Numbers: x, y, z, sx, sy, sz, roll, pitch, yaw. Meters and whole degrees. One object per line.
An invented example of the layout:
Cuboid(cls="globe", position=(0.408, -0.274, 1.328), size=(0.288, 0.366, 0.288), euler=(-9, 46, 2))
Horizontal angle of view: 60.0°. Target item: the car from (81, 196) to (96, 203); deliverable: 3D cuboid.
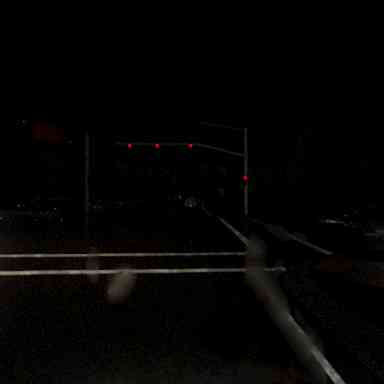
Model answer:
Cuboid(cls="car", position=(-22.252, 1.518, 71.447), size=(1.994, 1.385, 4.181), euler=(0, 0, 0))

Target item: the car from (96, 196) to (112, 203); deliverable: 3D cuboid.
Cuboid(cls="car", position=(-18.754, 1.507, 71.178), size=(2.033, 1.411, 5.357), euler=(0, 0, 0))

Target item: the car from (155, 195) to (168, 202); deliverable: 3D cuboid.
Cuboid(cls="car", position=(-7.236, 1.503, 74.510), size=(2.033, 1.411, 5.357), euler=(0, 0, 1))

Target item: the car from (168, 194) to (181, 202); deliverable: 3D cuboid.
Cuboid(cls="car", position=(-3.733, 1.517, 74.933), size=(1.994, 1.385, 4.181), euler=(0, 0, 1))

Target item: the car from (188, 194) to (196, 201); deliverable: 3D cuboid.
Cuboid(cls="car", position=(-0.057, 1.381, 84.713), size=(1.882, 1.535, 5.008), euler=(0, 0, 1))

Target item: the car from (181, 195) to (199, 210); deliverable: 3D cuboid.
Cuboid(cls="car", position=(-0.161, 1.506, 43.514), size=(1.812, 1.442, 4.674), euler=(0, 0, 0))

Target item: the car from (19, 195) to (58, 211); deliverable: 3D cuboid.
Cuboid(cls="car", position=(-18.740, 1.459, 40.862), size=(1.882, 1.535, 5.008), euler=(0, 0, 0))

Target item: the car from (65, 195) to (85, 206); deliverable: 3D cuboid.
Cuboid(cls="car", position=(-18.779, 1.522, 55.490), size=(2.033, 1.411, 5.357), euler=(0, 0, 0))

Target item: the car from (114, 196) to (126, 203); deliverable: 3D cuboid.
Cuboid(cls="car", position=(-15.255, 1.520, 70.891), size=(1.994, 1.385, 4.181), euler=(0, 0, 0))

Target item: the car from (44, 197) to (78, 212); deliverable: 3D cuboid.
Cuboid(cls="car", position=(-15.240, 1.583, 39.235), size=(1.895, 1.301, 4.718), euler=(0, 0, 0))

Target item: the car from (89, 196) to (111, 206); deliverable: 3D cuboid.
Cuboid(cls="car", position=(-15.281, 1.466, 55.739), size=(2.128, 1.511, 4.902), euler=(0, 0, 0))

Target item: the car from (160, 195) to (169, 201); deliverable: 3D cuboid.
Cuboid(cls="car", position=(-7.055, 1.427, 84.871), size=(1.812, 1.442, 4.674), euler=(0, 0, 1))

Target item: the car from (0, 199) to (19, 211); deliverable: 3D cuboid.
Cuboid(cls="car", position=(-22.246, 1.529, 40.444), size=(2.033, 1.411, 5.357), euler=(0, 0, 0))

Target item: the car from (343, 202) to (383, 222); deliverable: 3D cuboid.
Cuboid(cls="car", position=(13.997, 1.514, 25.245), size=(4.674, 1.442, 1.812), euler=(0, 0, 1))

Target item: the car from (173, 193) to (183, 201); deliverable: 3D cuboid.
Cuboid(cls="car", position=(-3.556, 1.258, 84.762), size=(2.097, 1.767, 4.553), euler=(0, 0, 1))

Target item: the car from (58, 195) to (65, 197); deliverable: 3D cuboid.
Cuboid(cls="car", position=(-22.275, 1.325, 56.431), size=(2.097, 1.767, 4.553), euler=(0, 0, 0))

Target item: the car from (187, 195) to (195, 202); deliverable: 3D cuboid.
Cuboid(cls="car", position=(-0.236, 1.488, 74.532), size=(1.812, 1.442, 4.674), euler=(0, 0, 1))
